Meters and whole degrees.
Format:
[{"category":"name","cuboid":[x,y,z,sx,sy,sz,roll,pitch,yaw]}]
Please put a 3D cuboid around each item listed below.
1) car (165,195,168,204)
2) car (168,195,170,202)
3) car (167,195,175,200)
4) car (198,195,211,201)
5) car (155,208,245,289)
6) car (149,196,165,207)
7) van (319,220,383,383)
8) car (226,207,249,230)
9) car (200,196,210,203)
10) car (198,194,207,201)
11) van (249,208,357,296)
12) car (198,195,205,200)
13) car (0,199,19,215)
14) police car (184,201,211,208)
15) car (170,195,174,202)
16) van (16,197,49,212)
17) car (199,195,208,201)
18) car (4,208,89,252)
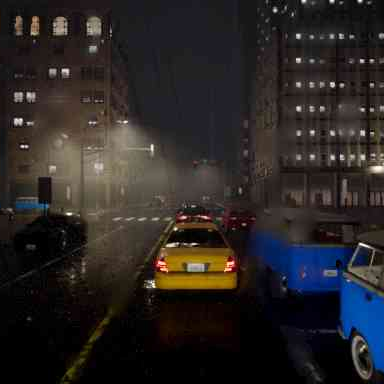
[{"category":"car","cuboid":[-5.673,1.425,57.586,1.967,1.590,4.097,1,0,0]},{"category":"car","cuboid":[-5.674,1.560,63.237,1.802,1.307,4.206,1,0,0]},{"category":"car","cuboid":[-5.671,1.472,91.325,1.752,1.417,4.829,1,0,0]},{"category":"car","cuboid":[2.706,1.529,63.235,2.008,1.369,4.403,1,0,0]},{"category":"car","cuboid":[0.098,1.458,9.095,1.801,1.575,5.366,0,0,0]},{"category":"car","cuboid":[-5.676,1.572,51.933,1.802,1.307,4.206,1,0,0]},{"category":"van","cuboid":[2.704,1.342,2.758,1.690,1.788,3.998,1,0,0]},{"category":"car","cuboid":[2.702,1.545,19.488,1.887,1.381,4.507,1,0,0]},{"category":"car","cuboid":[2.707,1.517,68.886,1.887,1.381,4.507,1,0,0]},{"category":"car","cuboid":[2.710,1.393,85.841,1.967,1.590,4.097,1,0,0]},{"category":"van","cuboid":[2.704,1.343,8.335,1.690,1.788,3.998,1,0,0]},{"category":"car","cuboid":[2.709,1.472,91.663,1.752,1.417,4.829,1,0,0]},{"category":"car","cuboid":[-19.840,1.620,32.423,4.403,1.369,2.008,0,0,1]},{"category":"police car","cuboid":[0.106,1.505,19.415,2.038,1.542,4.974,0,0,0]},{"category":"car","cuboid":[-5.673,1.517,74.539,2.008,1.369,4.403,1,0,0]},{"category":"van","cuboid":[-19.732,1.525,40.804,3.998,1.788,1.690,0,0,1]},{"category":"car","cuboid":[2.708,1.510,80.189,2.008,1.369,4.403,1,0,0]},{"category":"car","cuboid":[-5.679,1.567,13.918,1.947,1.339,4.313,1,0,0]}]
